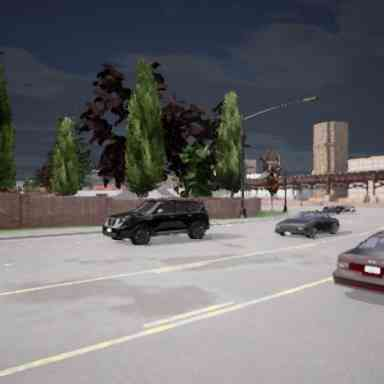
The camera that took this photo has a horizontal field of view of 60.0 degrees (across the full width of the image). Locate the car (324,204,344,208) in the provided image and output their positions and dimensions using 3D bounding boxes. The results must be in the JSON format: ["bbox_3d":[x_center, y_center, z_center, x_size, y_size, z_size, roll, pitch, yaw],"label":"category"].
[{"bbox_3d":[21.909,2.721,52.199,1.994,1.385,4.181,0,-1,11],"label":"car"}]

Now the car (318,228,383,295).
[{"bbox_3d":[5.524,1.650,8.331,5.357,1.411,2.033,1,-1,-41],"label":"car"}]

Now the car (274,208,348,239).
[{"bbox_3d":[6.936,1.849,19.507,2.033,1.411,5.357,0,-1,45],"label":"car"}]

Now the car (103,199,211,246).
[{"bbox_3d":[-1.532,1.370,16.381,5.566,2.045,2.150,1,-1,-41],"label":"car"}]

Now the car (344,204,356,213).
[{"bbox_3d":[26.038,2.746,56.042,2.128,1.511,4.902,0,-1,6],"label":"car"}]
